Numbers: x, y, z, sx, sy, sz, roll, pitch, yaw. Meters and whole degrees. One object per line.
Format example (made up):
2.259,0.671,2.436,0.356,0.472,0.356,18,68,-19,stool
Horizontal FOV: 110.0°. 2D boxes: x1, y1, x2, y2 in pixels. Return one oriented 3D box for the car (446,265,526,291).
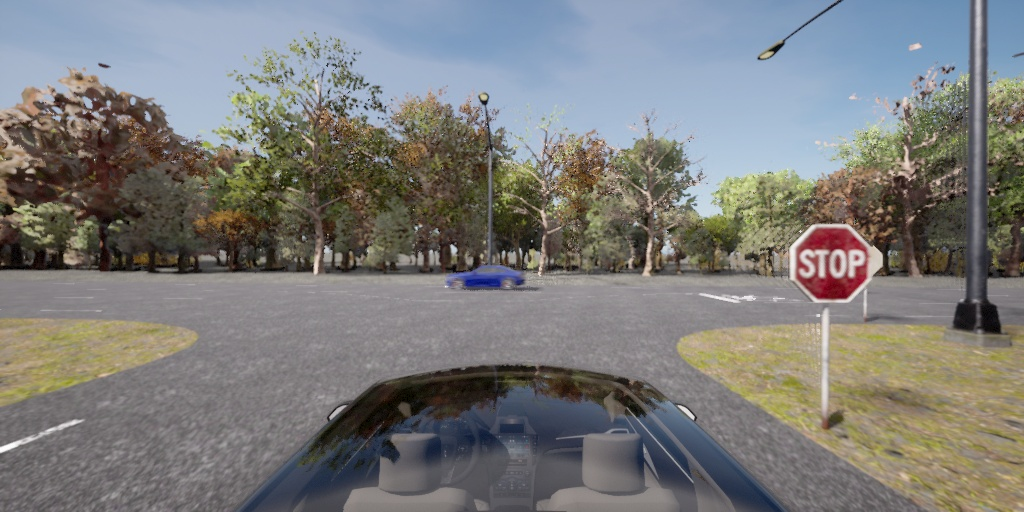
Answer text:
-1.495,1.261,21.030,4.674,1.442,1.812,0,0,0,car
